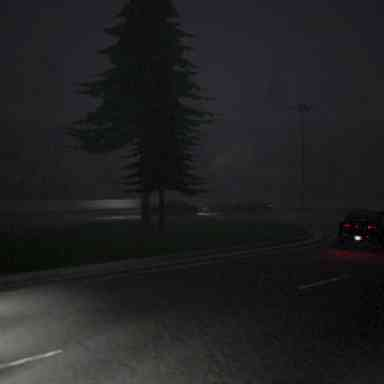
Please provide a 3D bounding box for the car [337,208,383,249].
[{"bbox_3d":[7.827,1.485,14.559,1.837,1.490,4.892,2,1,39],"label":"car"}]

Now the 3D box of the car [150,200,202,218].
[{"bbox_3d":[-1.959,1.452,29.081,5.008,1.535,1.882,0,-1,-4],"label":"car"}]

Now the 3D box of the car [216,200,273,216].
[{"bbox_3d":[5.176,1.457,31.479,4.902,1.511,2.128,0,0,27],"label":"car"}]

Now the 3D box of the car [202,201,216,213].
[{"bbox_3d":[2.879,1.527,35.653,4.181,1.385,1.994,0,0,13],"label":"car"}]
